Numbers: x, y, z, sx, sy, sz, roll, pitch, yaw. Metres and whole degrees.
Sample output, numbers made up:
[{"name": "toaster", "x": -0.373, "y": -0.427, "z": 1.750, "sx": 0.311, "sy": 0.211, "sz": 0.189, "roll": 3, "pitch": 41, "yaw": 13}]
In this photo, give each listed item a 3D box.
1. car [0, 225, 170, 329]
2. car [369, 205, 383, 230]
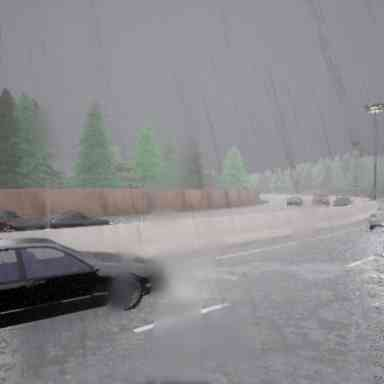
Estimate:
[{"name": "car", "x": -3.057, "y": 1.565, "z": 5.983, "sx": 5.357, "sy": 1.411, "sz": 2.033, "roll": 0, "pitch": 0, "yaw": -37}, {"name": "car", "x": 11.914, "y": 1.468, "z": 19.666, "sx": 1.812, "sy": 1.442, "sz": 4.674, "roll": 0, "pitch": 0, "yaw": 42}]
